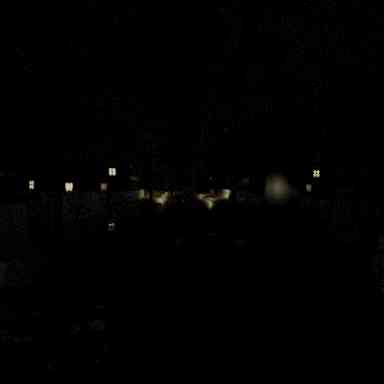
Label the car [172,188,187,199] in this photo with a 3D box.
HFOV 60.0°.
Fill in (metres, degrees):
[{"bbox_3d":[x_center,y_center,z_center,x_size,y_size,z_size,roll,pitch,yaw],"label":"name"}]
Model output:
[{"bbox_3d":[-2.262,0.419,55.206,1.812,1.442,4.674,1,1,-3],"label":"car"}]
